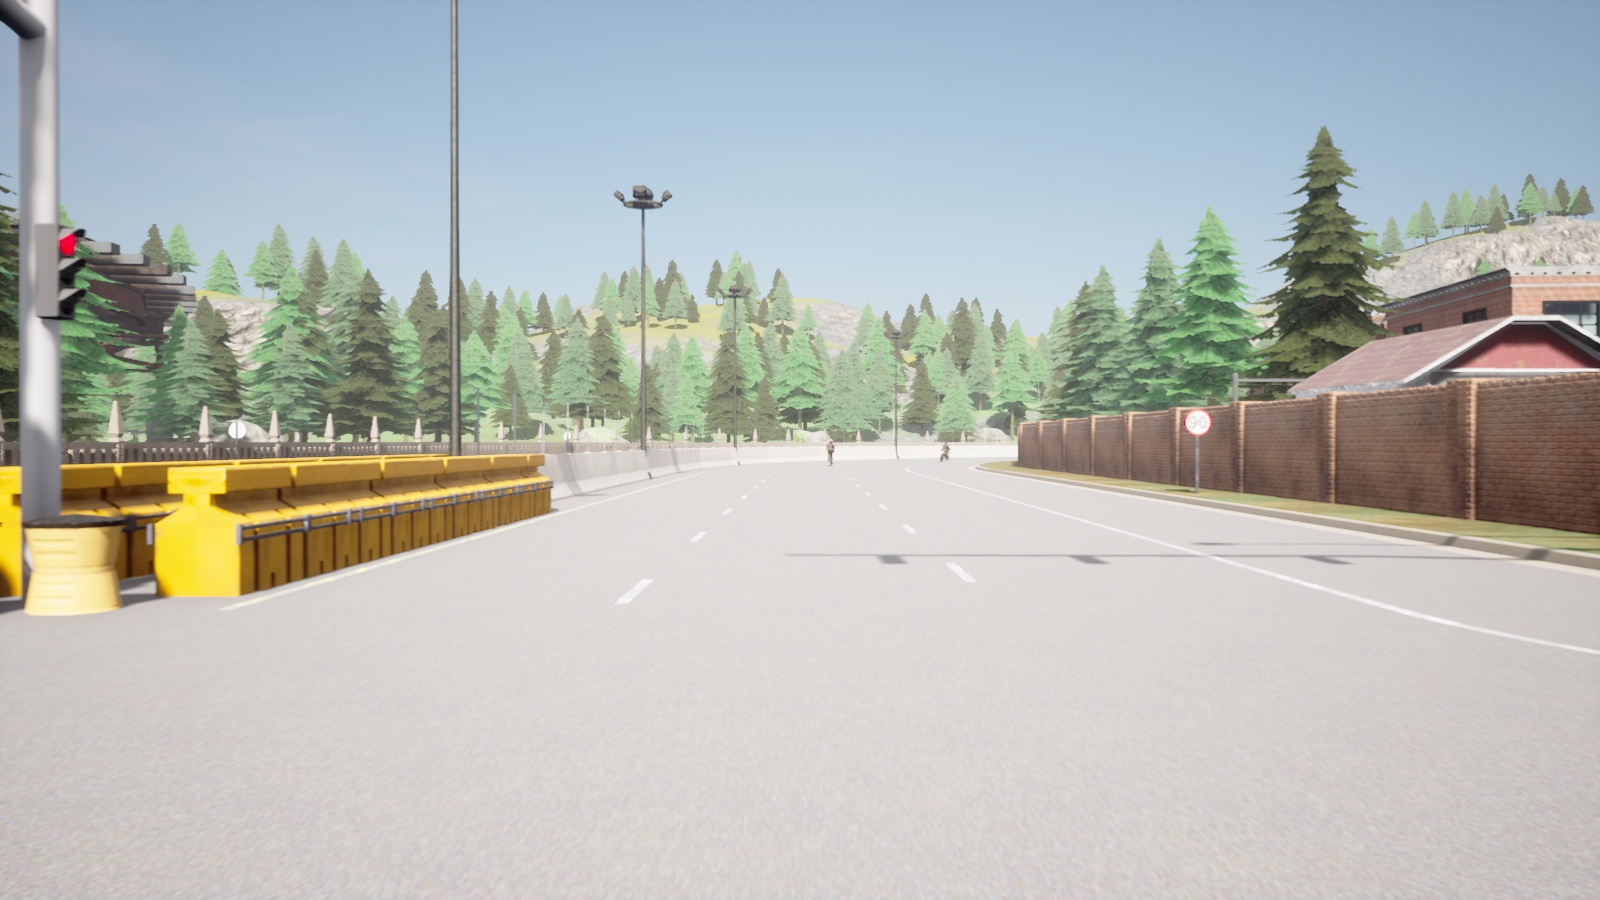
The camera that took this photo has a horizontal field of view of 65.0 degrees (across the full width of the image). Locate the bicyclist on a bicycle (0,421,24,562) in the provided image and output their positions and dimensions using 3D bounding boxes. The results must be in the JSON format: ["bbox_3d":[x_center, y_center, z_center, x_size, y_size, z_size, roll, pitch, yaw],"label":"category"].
[{"bbox_3d":[-10.398,0.522,15.372,0.659,1.776,1.843,0,0,0],"label":"bicyclist on a bicycle"}]
